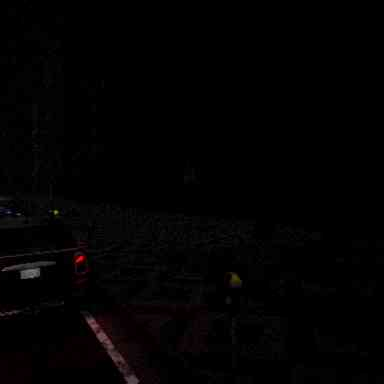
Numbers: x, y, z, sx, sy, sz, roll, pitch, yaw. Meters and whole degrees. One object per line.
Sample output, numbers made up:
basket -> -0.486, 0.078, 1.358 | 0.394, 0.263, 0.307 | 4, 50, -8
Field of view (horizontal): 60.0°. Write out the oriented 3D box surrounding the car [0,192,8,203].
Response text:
car -> -35.019, 1.025, 60.800 | 2.192, 1.841, 5.009 | -2, 1, -30

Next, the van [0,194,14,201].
van -> -12.477, 1.226, 21.748 | 1.690, 1.788, 3.998 | -2, 1, -30

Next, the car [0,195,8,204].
car -> -32.195, 1.298, 55.922 | 1.947, 1.339, 4.313 | -2, 1, -30

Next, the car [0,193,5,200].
car -> -46.286, 1.064, 80.327 | 1.967, 1.590, 4.097 | -2, 1, -30

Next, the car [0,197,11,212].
car -> -21.011, 1.344, 36.543 | 1.752, 1.417, 4.829 | -2, 1, -30

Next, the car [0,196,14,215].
car -> -18.110, 1.281, 31.513 | 1.967, 1.590, 4.097 | -2, 1, -30

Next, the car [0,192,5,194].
car -> -29.380, 1.194, 51.038 | 1.967, 1.590, 4.097 | -2, 1, -30

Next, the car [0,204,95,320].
car -> -3.615, 1.298, 7.102 | 2.097, 1.767, 4.553 | -2, 1, -30

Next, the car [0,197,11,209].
car -> -23.743, 1.348, 41.278 | 2.008, 1.369, 4.403 | -2, 1, -30

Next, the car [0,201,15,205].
car -> -9.740, 1.432, 17.018 | 1.752, 1.417, 4.829 | -2, 1, -30
